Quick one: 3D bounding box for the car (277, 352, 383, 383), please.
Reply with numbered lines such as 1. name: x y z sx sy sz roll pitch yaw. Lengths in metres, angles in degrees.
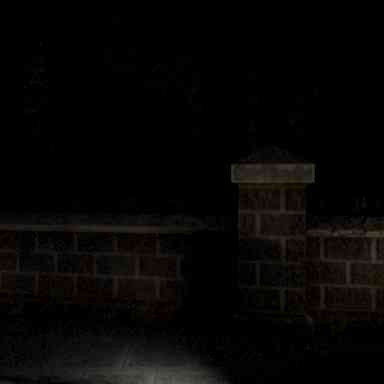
1. car: 2.810 1.527 1.828 4.674 1.442 1.812 0 0 9
